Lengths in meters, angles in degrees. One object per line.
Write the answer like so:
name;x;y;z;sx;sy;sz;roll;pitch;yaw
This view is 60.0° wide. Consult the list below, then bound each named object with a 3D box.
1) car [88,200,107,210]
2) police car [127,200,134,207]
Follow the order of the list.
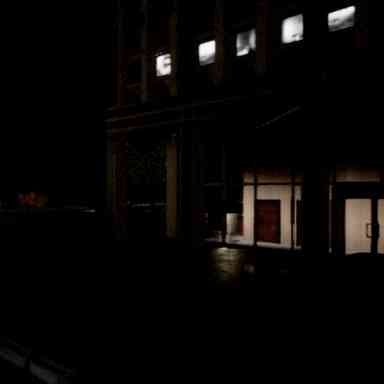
car;-12.999;1.900;48.514;1.994;1.385;4.181;0;0;38
police car;-12.016;1.815;54.884;2.038;1.542;4.974;0;0;38
